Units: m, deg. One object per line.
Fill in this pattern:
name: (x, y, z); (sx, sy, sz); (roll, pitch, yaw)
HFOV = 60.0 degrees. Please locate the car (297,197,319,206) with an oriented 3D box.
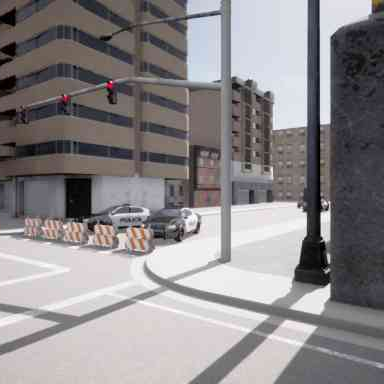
car: (16.529, 1.295, 47.308); (1.853, 1.218, 4.536); (0, 0, 36)

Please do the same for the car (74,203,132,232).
car: (-4.167, 1.453, 19.250); (4.974, 1.542, 2.038); (0, 0, -29)

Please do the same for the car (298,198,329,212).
car: (14.294, 1.453, 38.347); (2.038, 1.542, 4.974); (0, 0, 36)

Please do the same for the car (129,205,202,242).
car: (-0.974, 1.453, 16.566); (2.038, 1.542, 4.974); (0, 0, 16)

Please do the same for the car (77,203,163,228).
car: (-4.122, 1.295, 19.276); (4.536, 1.218, 1.853); (0, 0, -29)

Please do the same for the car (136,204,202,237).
car: (-0.960, 1.295, 16.616); (1.853, 1.218, 4.536); (0, 0, 16)

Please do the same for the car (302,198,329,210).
car: (14.324, 1.295, 38.389); (1.853, 1.218, 4.536); (0, 0, 36)
